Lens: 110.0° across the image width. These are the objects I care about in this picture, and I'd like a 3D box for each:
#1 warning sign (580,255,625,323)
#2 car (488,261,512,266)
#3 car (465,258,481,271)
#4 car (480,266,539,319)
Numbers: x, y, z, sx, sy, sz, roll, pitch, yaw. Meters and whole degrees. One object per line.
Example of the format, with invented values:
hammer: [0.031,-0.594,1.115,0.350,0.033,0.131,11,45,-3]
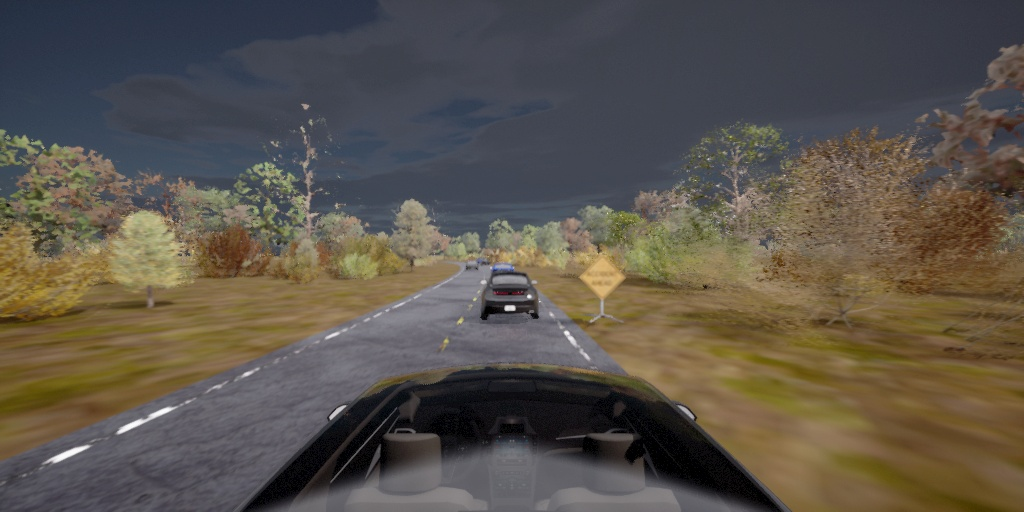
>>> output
warning sign: [2.569,0.887,10.248,1.300,1.860,1.060,0,0,-1]
car: [-0.778,1.314,29.492,1.882,1.535,5.008,0,0,-3]
car: [-5.776,1.398,52.163,1.882,1.535,5.008,0,-1,-6]
car: [-0.101,1.290,13.005,1.837,1.490,4.892,0,0,-1]
